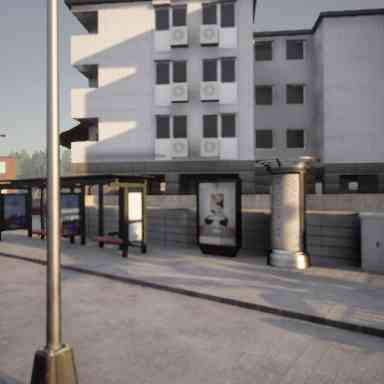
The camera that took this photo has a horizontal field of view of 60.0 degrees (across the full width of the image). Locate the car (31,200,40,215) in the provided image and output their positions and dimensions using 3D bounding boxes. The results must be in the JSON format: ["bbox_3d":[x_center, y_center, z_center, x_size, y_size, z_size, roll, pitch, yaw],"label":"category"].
[{"bbox_3d":[-16.441,1.594,33.914,2.097,1.767,4.553,-1,0,36],"label":"car"}]
